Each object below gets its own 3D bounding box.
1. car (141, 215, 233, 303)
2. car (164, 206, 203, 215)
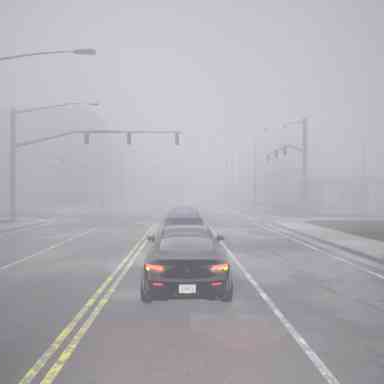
[{"bbox_3d":[-0.145,1.526,8.111,1.812,1.442,4.674,0,0,-2],"label":"car"},{"bbox_3d":[-0.430,1.478,17.160,1.882,1.535,5.008,0,0,-2],"label":"car"}]
